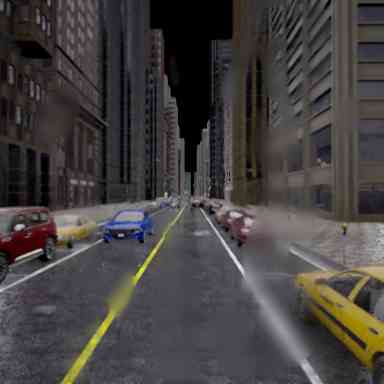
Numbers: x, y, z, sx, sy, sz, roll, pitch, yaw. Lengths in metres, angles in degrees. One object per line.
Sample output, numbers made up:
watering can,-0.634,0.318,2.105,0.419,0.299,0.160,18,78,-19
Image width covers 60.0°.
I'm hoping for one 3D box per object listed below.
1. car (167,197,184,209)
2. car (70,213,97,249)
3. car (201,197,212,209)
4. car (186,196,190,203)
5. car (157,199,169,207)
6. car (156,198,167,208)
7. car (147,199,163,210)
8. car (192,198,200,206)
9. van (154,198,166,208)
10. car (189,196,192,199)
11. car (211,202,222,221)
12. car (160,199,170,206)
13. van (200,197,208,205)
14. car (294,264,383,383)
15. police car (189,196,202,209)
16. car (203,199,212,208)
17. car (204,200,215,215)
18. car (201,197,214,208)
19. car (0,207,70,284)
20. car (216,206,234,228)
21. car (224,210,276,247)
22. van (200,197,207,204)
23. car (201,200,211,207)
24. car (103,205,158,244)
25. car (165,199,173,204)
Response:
car,-3.053,2.053,57.530,2.128,1.511,4.902,0,-1,0
car,-5.761,1.672,15.417,1.752,1.417,4.829,0,-1,0
car,2.768,1.919,49.311,1.967,1.590,4.097,0,-1,0
car,0.010,2.422,90.267,1.994,1.385,4.181,0,-1,0
car,-5.755,2.192,66.150,1.887,1.381,4.507,0,-1,0
car,-5.757,2.101,54.914,1.947,1.339,4.313,0,-1,0
car,-5.757,2.061,49.295,1.802,1.307,4.206,0,-1,0
car,0.861,2.168,72.560,1.801,1.575,5.366,0,-1,0
van,-5.756,1.932,60.534,1.690,1.788,3.998,0,-1,0
car,0.893,2.108,66.561,1.801,1.575,5.366,0,-1,0
car,2.765,1.783,27.006,1.752,1.417,4.829,0,-1,0
car,-5.755,2.270,71.768,1.947,1.339,4.313,0,-1,0
van,2.771,2.103,77.405,1.690,1.788,3.998,0,-1,0
car,2.763,1.570,4.532,1.752,1.417,4.829,0,-1,0
police car,0.906,1.976,56.481,1.930,1.638,5.238,0,-1,0
car,2.767,1.968,43.691,1.887,1.381,4.507,0,-1,0
car,2.766,1.933,38.073,1.947,1.339,4.313,0,-1,0
car,2.769,1.907,60.549,2.192,1.841,5.009,0,-1,0
car,-5.761,1.410,9.971,2.192,1.841,5.009,0,-1,0
car,2.765,1.783,21.217,1.802,1.307,4.206,0,-1,0
car,2.764,1.730,15.599,1.802,1.307,4.206,0,-1,0
van,2.771,2.160,83.023,1.690,1.788,3.998,0,-1,0
car,2.770,2.214,66.165,1.947,1.339,4.313,0,-1,0
car,-3.099,1.639,17.024,1.882,1.535,5.008,0,-1,0
car,-5.754,2.400,83.004,1.802,1.307,4.206,0,-1,0
